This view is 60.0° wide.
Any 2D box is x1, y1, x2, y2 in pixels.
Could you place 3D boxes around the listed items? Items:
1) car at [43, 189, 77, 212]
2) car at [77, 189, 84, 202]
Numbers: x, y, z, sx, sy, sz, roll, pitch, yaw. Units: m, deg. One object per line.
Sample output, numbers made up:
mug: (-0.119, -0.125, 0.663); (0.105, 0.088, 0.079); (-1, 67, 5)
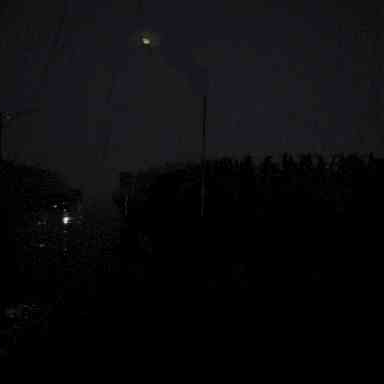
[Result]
car: (-10.712, 0.751, 26.923); (1.837, 1.490, 4.892); (0, 1, -15)
car: (-14.295, 0.402, 40.621); (1.812, 1.442, 4.674); (0, 2, -15)
